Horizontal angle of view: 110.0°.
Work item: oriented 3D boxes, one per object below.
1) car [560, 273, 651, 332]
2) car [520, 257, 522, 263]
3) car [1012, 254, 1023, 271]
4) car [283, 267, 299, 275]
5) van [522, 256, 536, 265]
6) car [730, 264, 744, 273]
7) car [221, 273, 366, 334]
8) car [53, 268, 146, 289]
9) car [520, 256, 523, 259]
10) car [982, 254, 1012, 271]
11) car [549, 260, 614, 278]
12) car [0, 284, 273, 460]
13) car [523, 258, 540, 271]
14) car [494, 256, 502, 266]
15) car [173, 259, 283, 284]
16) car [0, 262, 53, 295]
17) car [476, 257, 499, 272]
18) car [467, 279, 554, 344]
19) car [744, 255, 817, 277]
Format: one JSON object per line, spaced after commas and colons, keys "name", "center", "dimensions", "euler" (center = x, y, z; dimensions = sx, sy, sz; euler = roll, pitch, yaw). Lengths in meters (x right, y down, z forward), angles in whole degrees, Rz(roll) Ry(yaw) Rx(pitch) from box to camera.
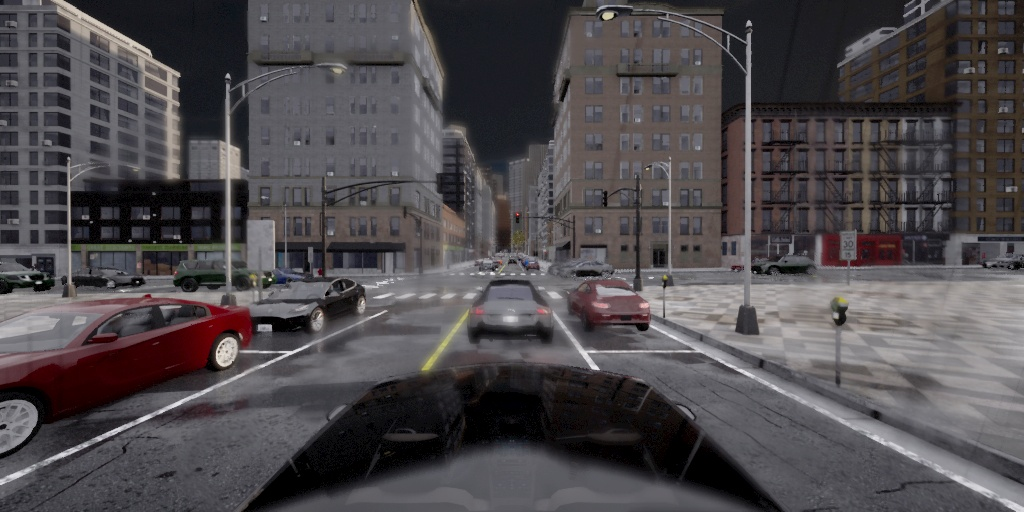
{"name": "car", "center": [2.715, 1.330, 10.634], "dimensions": [1.802, 1.307, 4.207], "euler": [0, 0, 0]}
{"name": "car", "center": [2.810, 1.186, 58.948], "dimensions": [1.888, 1.381, 4.507], "euler": [0, 0, 0]}
{"name": "car", "center": [45.937, 0.568, 29.945], "dimensions": [4.902, 1.511, 2.128], "euler": [-1, 0, 0]}
{"name": "car", "center": [-17.469, 1.519, 26.427], "dimensions": [5.357, 1.411, 2.033], "euler": [-1, 0, 0]}
{"name": "van", "center": [2.794, 0.998, 53.397], "dimensions": [1.690, 1.789, 3.998], "euler": [0, 0, 0]}
{"name": "car", "center": [22.946, 0.971, 33.214], "dimensions": [4.718, 1.301, 1.895], "euler": [-1, 0, 0]}
{"name": "car", "center": [-5.810, 1.314, 10.587], "dimensions": [1.948, 1.339, 4.313], "euler": [0, 0, 0]}
{"name": "car", "center": [-29.989, 1.630, 26.407], "dimensions": [4.892, 1.490, 1.837], "euler": [1, 0, 0]}
{"name": "car", "center": [2.826, 1.202, 64.505], "dimensions": [1.802, 1.307, 4.207], "euler": [0, 0, 0]}
{"name": "car", "center": [46.718, 0.542, 33.188], "dimensions": [4.902, 1.511, 2.128], "euler": [-1, 0, 0]}
{"name": "car", "center": [5.868, 1.133, 29.140], "dimensions": [4.902, 1.511, 2.128], "euler": [-1, 0, -13]}
{"name": "car", "center": [-5.778, 1.295, 4.943], "dimensions": [1.888, 1.381, 4.507], "euler": [0, 0, 0]}
{"name": "car", "center": [2.778, 1.257, 47.845], "dimensions": [1.802, 1.307, 4.207], "euler": [0, 0, 0]}
{"name": "car", "center": [-3.053, 1.196, 56.269], "dimensions": [2.033, 1.411, 5.357], "euler": [0, 0, 0]}
{"name": "car", "center": [-18.438, 1.222, 23.149], "dimensions": [5.566, 2.045, 2.150], "euler": [-1, 0, -2]}
{"name": "car", "center": [-33.316, 1.410, 23.145], "dimensions": [5.566, 2.045, 2.150], "euler": [-1, 0, 0]}
{"name": "car", "center": [-3.087, 1.207, 45.634], "dimensions": [1.812, 1.442, 4.674], "euler": [0, 0, 2]}
{"name": "car", "center": [-0.038, 1.312, 9.635], "dimensions": [1.994, 1.385, 4.181], "euler": [0, 0, 0]}
{"name": "car", "center": [22.577, 0.745, 29.961], "dimensions": [4.553, 1.767, 2.097], "euler": [-1, 0, 0]}
